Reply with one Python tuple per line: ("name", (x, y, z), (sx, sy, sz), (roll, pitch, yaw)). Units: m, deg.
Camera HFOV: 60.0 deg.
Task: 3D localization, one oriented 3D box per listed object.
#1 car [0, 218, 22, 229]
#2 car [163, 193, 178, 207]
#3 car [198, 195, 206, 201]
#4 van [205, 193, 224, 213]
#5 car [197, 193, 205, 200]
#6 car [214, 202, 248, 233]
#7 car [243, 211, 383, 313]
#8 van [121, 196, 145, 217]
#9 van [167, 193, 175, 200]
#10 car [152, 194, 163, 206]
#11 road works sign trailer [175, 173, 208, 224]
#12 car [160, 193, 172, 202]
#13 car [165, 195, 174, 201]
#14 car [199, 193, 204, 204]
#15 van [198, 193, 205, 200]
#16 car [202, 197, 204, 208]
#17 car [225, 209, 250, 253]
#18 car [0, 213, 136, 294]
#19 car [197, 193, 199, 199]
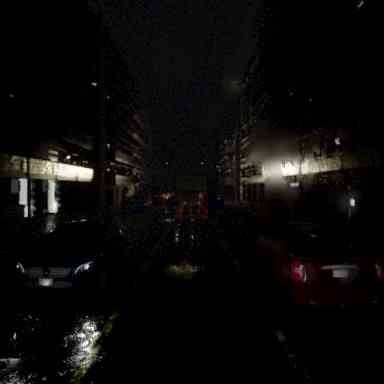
("car", (-5.334, 1.422, 7.855), (1.967, 1.590, 4.097), (-1, 0, 0))
("car", (-2.878, 1.374, 49.666), (1.882, 1.535, 5.008), (0, 0, 0))
("car", (2.477, 1.420, 81.290), (1.802, 1.307, 4.206), (-1, 0, 0))
("van", (2.517, 1.266, 35.975), (1.690, 1.788, 3.998), (-1, 0, 0))
("car", (2.462, 1.132, 92.618), (2.192, 1.841, 5.009), (-1, 0, 0))
("car", (2.537, 1.505, 18.983), (1.887, 1.381, 4.507), (-1, 0, 0))
("car", (2.551, 1.424, 7.654), (1.967, 1.590, 4.097), (-1, 0, 0))
("van", (-5.357, 1.276, 30.459), (1.690, 1.788, 3.998), (-1, 0, 0))
("van", (-5.412, 1.167, 86.972), (1.690, 1.788, 3.998), (-1, 0, 0))
("car", (-5.377, 1.434, 53.064), (1.887, 1.381, 4.507), (-1, 0, 0))
("road works sign trailer", (-0.023, 0.413, 23.973), (2.380, 3.560, 2.880), (0, 0, 0))
("car", (-5.396, 1.173, 70.017), (2.192, 1.841, 5.009), (-1, 0, 0))
("car", (-5.404, 1.363, 81.150), (1.752, 1.417, 4.829), (-1, 0, 0))
("car", (2.506, 1.217, 47.304), (2.192, 1.841, 5.009), (-1, 0, 0))
("van", (2.468, 1.168, 86.954), (1.690, 1.788, 3.998), (-1, 0, 0))
("car", (2.515, 1.495, 41.640), (1.802, 1.307, 4.206), (-1, 0, 0))
("car", (2.543, 1.554, 13.318), (1.802, 1.307, 4.206), (-1, 0, 0))
("car", (-2.872, 1.506, 8.871), (1.812, 1.442, 4.674), (0, 0, 0))
("car", (2.484, 1.174, 69.961), (2.192, 1.841, 5.009), (-1, 0, 0))
